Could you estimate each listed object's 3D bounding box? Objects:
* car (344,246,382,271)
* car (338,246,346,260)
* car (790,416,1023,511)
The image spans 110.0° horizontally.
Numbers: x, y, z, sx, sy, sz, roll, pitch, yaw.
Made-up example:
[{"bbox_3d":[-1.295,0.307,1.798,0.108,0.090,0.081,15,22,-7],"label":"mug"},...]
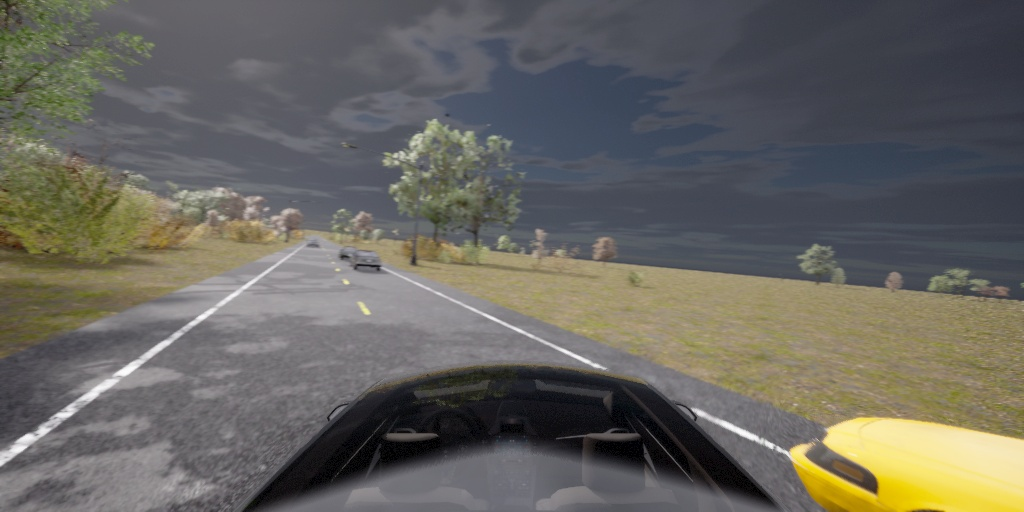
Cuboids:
[{"bbox_3d":[-10.771,0.255,26.256,2.033,1.411,5.357,5,0,-29],"label":"car"},{"bbox_3d":[-17.080,-0.333,37.710,1.994,1.385,4.181,5,0,-28],"label":"car"},{"bbox_3d":[4.153,1.570,0.998,1.801,1.575,5.366,5,0,-29],"label":"car"}]
